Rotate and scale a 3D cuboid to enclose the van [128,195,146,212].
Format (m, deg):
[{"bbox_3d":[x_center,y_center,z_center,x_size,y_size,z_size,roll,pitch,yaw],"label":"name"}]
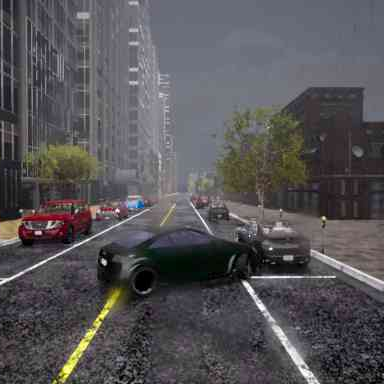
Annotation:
[{"bbox_3d":[-6.696,1.329,38.622,1.690,1.788,3.998,-1,0,-2],"label":"van"}]

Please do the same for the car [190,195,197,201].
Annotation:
[{"bbox_3d":[0.367,1.551,88.628,1.802,1.307,4.206,-1,0,-2],"label":"car"}]

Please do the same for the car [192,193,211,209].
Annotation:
[{"bbox_3d":[1.535,1.301,44.367,2.192,1.841,5.009,-1,0,-2],"label":"car"}]

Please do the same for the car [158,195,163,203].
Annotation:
[{"bbox_3d":[-7.425,1.522,66.287,1.887,1.381,4.507,-1,0,-2],"label":"car"}]

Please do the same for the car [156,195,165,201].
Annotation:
[{"bbox_3d":[-7.860,1.497,82.715,1.752,1.417,4.829,-1,0,-2],"label":"car"}]

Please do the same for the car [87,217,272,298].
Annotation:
[{"bbox_3d":[-0.261,1.557,8.541,4.181,1.385,1.994,0,0,-30],"label":"car"}]

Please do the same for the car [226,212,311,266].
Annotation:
[{"bbox_3d":[2.547,1.548,11.175,2.008,1.369,4.403,-1,0,-2],"label":"car"}]

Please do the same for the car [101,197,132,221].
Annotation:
[{"bbox_3d":[-6.394,1.432,26.829,1.967,1.590,4.097,-1,0,-2],"label":"car"}]

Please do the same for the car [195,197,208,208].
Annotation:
[{"bbox_3d":[1.388,1.509,50.070,1.752,1.417,4.829,-1,0,-2],"label":"car"}]

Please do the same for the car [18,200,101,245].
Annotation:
[{"bbox_3d":[-6.193,1.310,15.761,2.192,1.841,5.009,-1,0,-2],"label":"car"}]

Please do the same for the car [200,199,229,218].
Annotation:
[{"bbox_3d":[2.009,1.543,27.034,2.008,1.369,4.403,-1,0,-2],"label":"car"}]

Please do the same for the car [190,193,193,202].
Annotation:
[{"bbox_3d":[0.803,1.291,72.030,2.192,1.841,5.009,-1,0,-2],"label":"car"}]

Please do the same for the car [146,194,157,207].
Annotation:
[{"bbox_3d":[-6.989,1.299,49.688,2.192,1.841,5.009,-1,0,-2],"label":"car"}]

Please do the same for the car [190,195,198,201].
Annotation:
[{"bbox_3d":[0.513,1.537,83.095,1.947,1.339,4.313,-1,0,-2],"label":"car"}]
